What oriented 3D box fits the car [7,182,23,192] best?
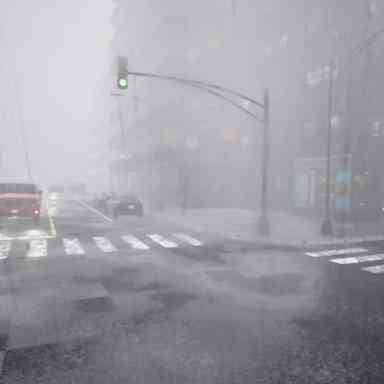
[{"bbox_3d":[-28.085,-0.835,52.866,1.947,1.339,4.313,1,2,-24],"label":"car"}]

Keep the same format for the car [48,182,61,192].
[{"bbox_3d":[-22.972,-0.860,55.343,1.837,1.490,4.892,0,2,-24],"label":"car"}]

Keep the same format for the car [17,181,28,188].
[{"bbox_3d":[-37.300,-1.758,73.136,1.887,1.381,4.507,1,2,-24],"label":"car"}]

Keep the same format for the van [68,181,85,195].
[{"bbox_3d":[-15.826,-0.545,46.161,1.690,1.788,3.998,1,2,-24],"label":"van"}]

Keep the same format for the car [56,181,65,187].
[{"bbox_3d":[-34.333,-2.171,86.858,1.752,1.417,4.829,1,2,-24],"label":"car"}]

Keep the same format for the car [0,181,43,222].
[{"bbox_3d":[-9.476,0.434,18.126,2.150,2.045,5.566,0,2,-25],"label":"car"}]

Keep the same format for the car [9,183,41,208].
[{"bbox_3d":[-13.389,0.177,26.856,2.097,1.767,4.553,0,2,-24],"label":"car"}]

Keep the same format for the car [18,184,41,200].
[{"bbox_3d":[-17.495,-0.091,36.049,2.128,1.511,4.902,0,2,-24],"label":"car"}]

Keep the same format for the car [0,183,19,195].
[{"bbox_3d":[-23.477,-0.384,42.732,1.947,1.339,4.313,1,2,-24],"label":"car"}]

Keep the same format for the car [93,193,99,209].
[{"bbox_3d":[-6.618,0.599,25.897,1.802,1.307,4.206,1,2,-24],"label":"car"}]

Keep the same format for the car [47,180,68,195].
[{"bbox_3d":[-18.806,-0.479,46.181,1.882,1.535,5.008,0,2,-24],"label":"car"}]

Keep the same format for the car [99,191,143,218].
[{"bbox_3d":[-4.314,0.809,20.829,1.947,1.339,4.313,1,2,-24],"label":"car"}]

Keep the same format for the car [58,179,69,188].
[{"bbox_3d":[-29.647,-1.924,76.563,2.192,1.841,5.009,1,2,-24],"label":"car"}]
